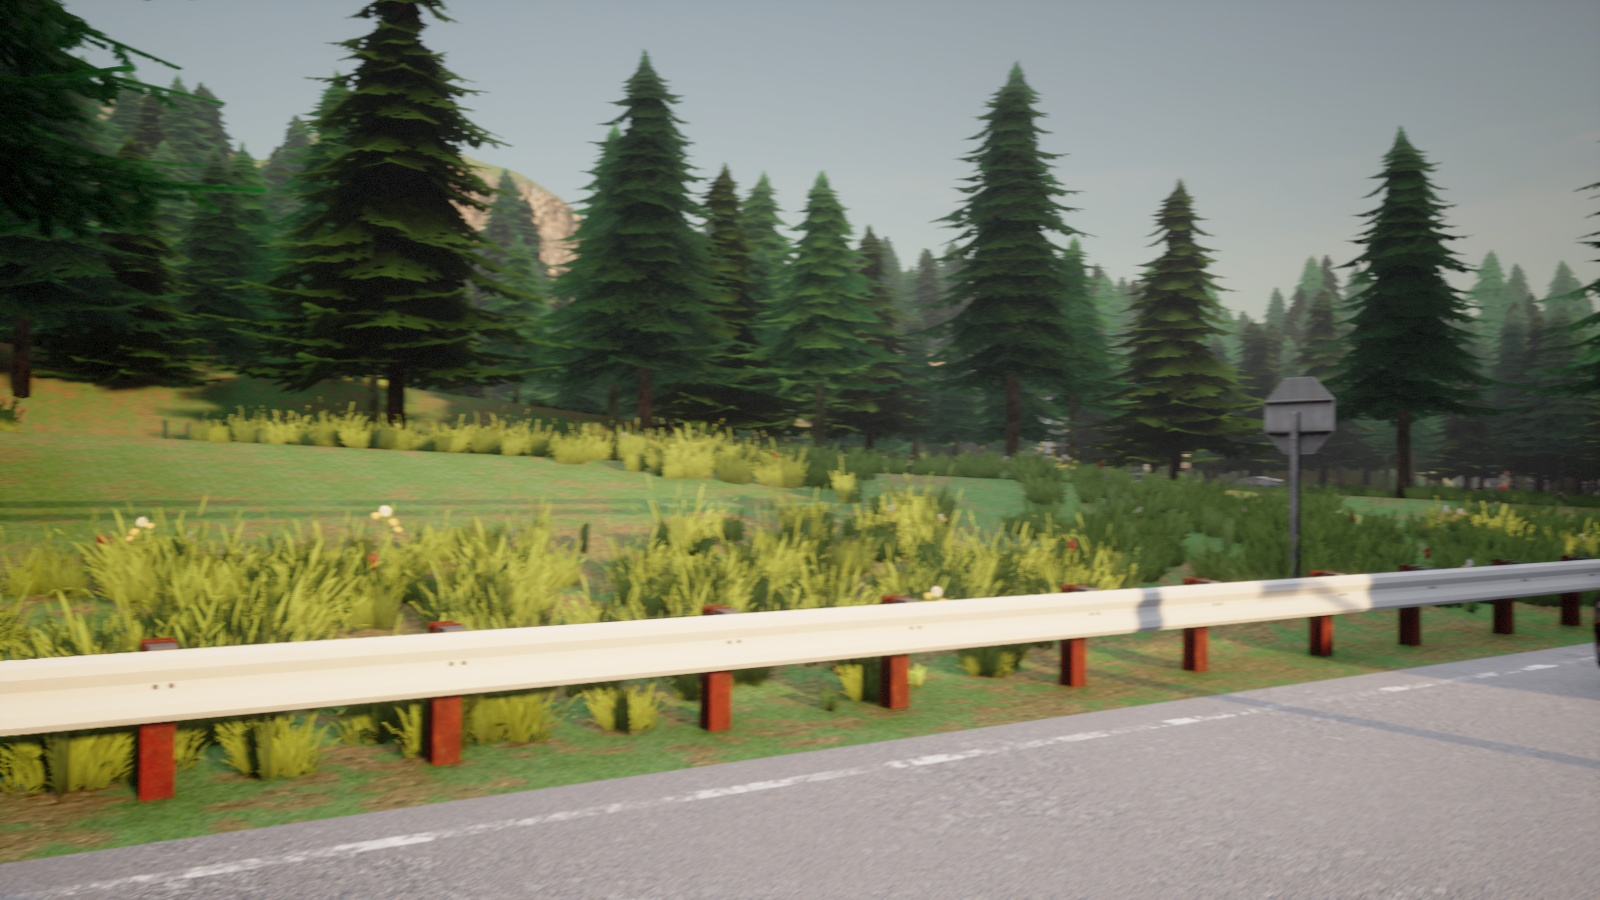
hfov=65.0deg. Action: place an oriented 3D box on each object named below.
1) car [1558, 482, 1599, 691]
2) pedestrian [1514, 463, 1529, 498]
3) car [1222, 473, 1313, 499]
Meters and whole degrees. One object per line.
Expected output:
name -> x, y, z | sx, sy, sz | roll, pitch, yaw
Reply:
car -> 8.146, 0.988, 9.571 | 4.792, 1.488, 2.163 | 1, -1, -33
pedestrian -> 38.261, 1.630, 66.587 | 0.353, 1.847, 0.614 | 1, -1, -31
car -> 27.841, 2.096, 74.905 | 2.163, 1.488, 4.792 | 1, -1, -32
